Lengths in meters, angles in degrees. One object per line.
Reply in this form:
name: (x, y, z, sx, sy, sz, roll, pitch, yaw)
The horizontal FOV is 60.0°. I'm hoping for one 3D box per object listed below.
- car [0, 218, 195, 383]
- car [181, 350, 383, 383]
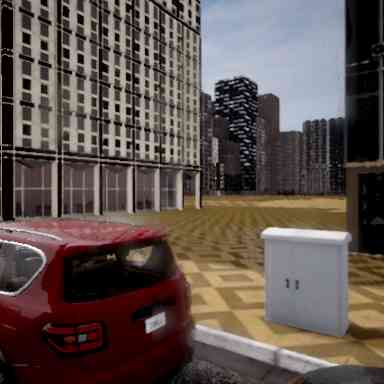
car: (-2.291, 1.292, 4.490, 5.009, 1.841, 2.192, 0, 0, 35)
car: (2.331, 1.545, 1.222, 4.403, 1.369, 2.008, 0, 0, 35)
